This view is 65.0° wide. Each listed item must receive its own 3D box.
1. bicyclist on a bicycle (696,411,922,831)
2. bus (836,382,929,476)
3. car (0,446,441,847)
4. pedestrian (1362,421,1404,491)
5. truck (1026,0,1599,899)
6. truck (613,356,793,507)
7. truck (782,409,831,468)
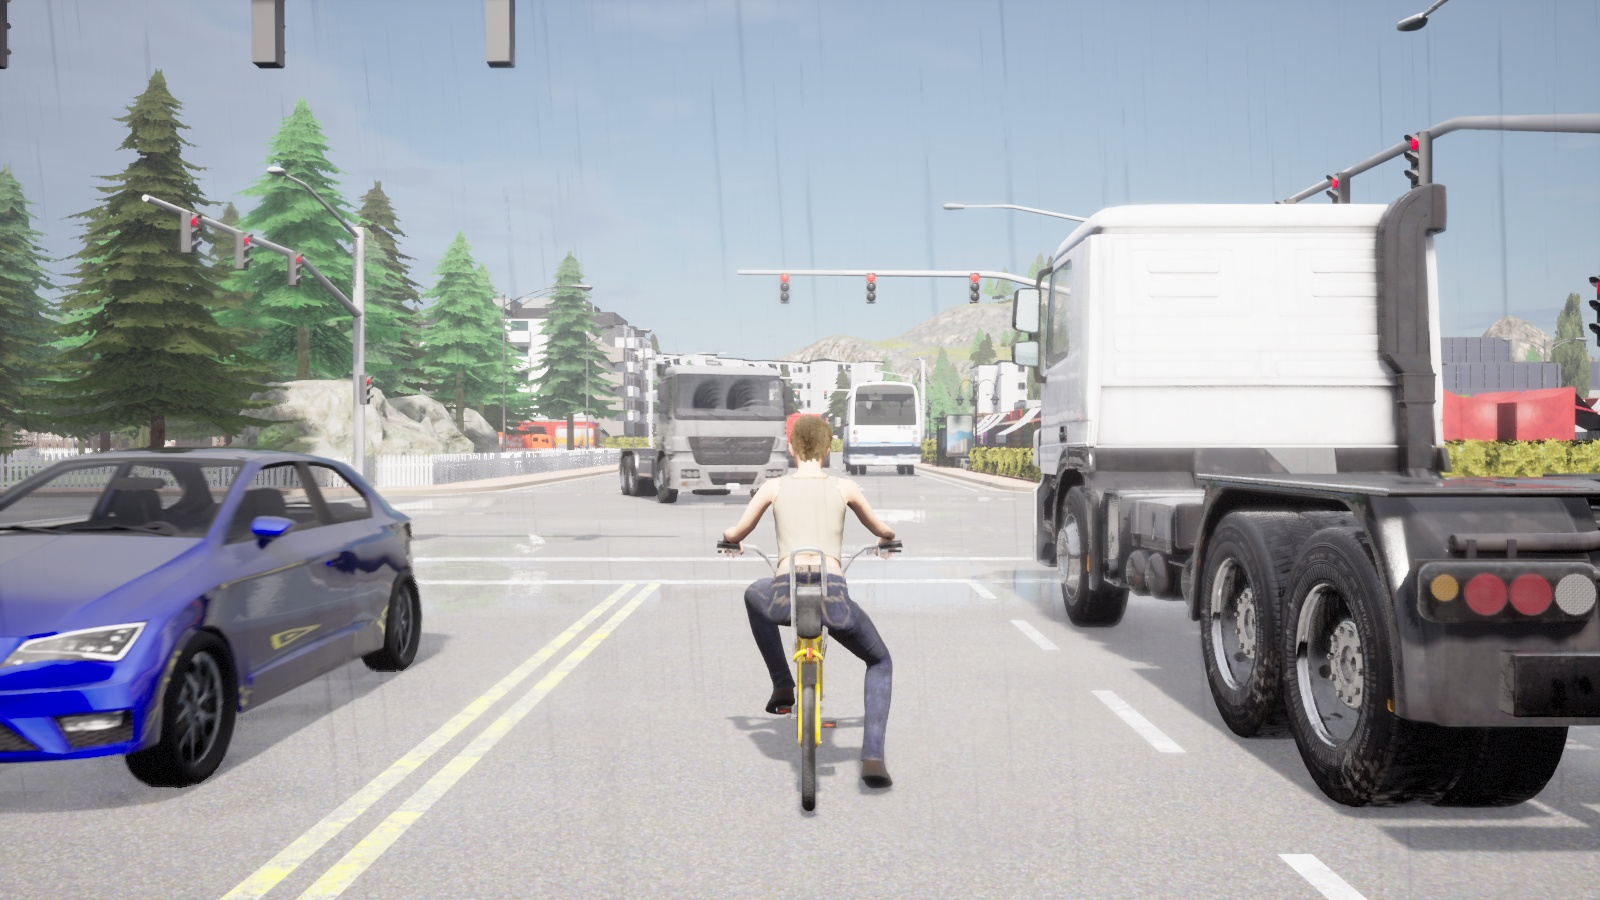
[{"bbox_3d":[0.042,0.652,5.576,0.866,1.612,1.509,0,0,1],"label":"bicyclist on a bicycle"},{"bbox_3d":[3.849,-0.975,61.669,3.944,4.253,10.273,0,0,0],"label":"bus"},{"bbox_3d":[-3.451,0.719,6.749,1.816,1.474,4.193,0,0,1],"label":"car"},{"bbox_3d":[16.341,0.159,35.208,0.873,1.952,0.659,0,0,3],"label":"pedestrian"},{"bbox_3d":[3.559,-0.277,7.884,2.891,3.462,7.936,0,0,0],"label":"truck"},{"bbox_3d":[-2.798,-0.438,33.159,2.891,3.462,7.936,0,0,-18],"label":"truck"},{"bbox_3d":[0.429,-0.674,77.772,2.891,3.462,7.936,0,0,1],"label":"truck"}]
